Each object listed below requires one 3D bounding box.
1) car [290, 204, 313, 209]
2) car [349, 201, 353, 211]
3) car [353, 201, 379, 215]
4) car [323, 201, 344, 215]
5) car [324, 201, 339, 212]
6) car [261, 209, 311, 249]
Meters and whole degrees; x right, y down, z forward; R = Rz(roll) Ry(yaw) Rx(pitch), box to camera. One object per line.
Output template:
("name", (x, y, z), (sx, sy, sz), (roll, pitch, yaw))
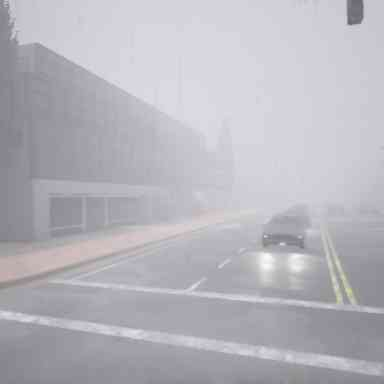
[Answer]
("car", (8.028, 1.906, 25.429), (1.994, 1.385, 4.181), (-1, -1, 20))
("car", (24.391, 2.013, 49.192), (1.882, 1.535, 5.008), (-1, -1, 20))
("car", (20.795, 1.961, 39.371), (2.033, 1.411, 5.357), (-1, -1, 20))
("car", (17.551, 1.973, 40.802), (2.128, 1.511, 4.902), (-1, -1, 21))
("car", (20.968, 2.105, 50.285), (1.837, 1.490, 4.892), (-1, -1, 20))
("car", (4.595, 1.773, 16.069), (2.033, 1.411, 5.357), (-1, -1, 20))
